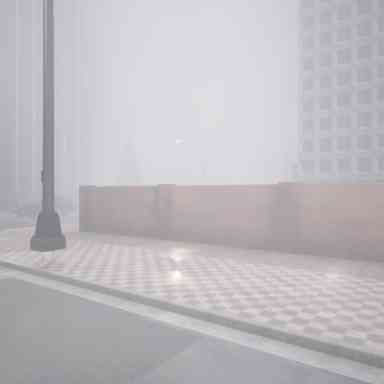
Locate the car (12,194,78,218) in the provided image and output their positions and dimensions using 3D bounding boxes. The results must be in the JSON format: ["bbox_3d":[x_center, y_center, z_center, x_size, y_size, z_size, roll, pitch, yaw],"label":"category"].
[{"bbox_3d":[-13.736,1.221,31.121,2.150,2.045,5.566,0,0,35],"label":"car"}]

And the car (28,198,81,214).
[{"bbox_3d":[-14.696,1.478,35.842,1.882,1.535,5.008,0,0,35],"label":"car"}]
